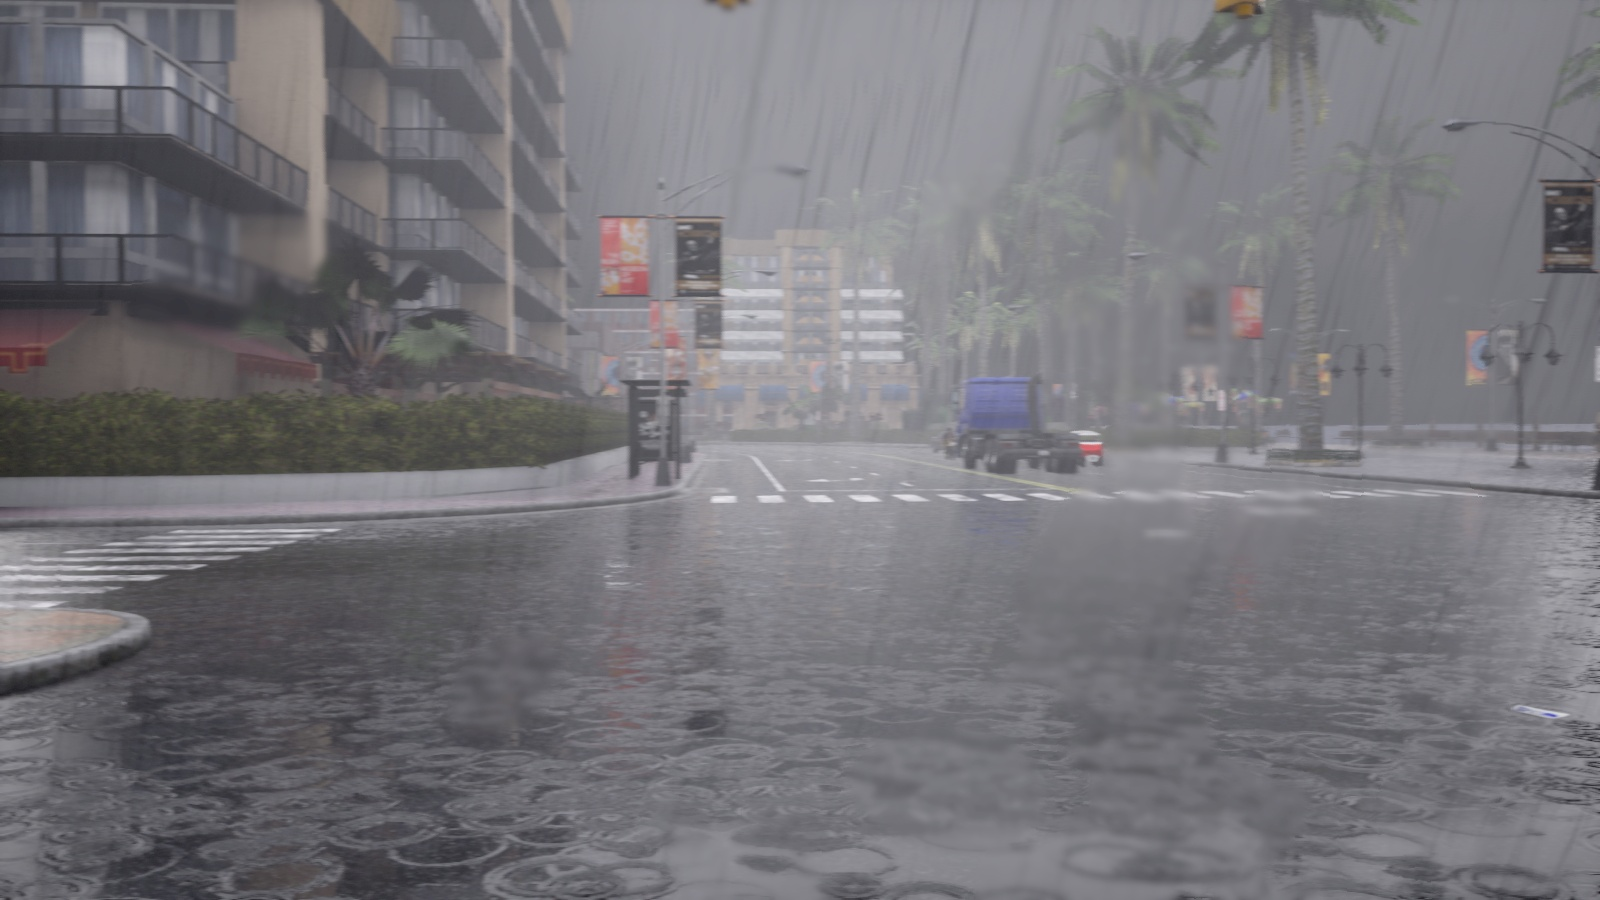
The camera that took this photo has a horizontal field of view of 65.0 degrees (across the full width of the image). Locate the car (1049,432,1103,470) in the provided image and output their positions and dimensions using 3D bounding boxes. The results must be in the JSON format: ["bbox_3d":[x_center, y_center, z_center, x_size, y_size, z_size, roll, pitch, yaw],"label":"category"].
[{"bbox_3d":[10.557,0.024,48.113,1.481,1.376,2.207,0,1,-4],"label":"car"}]

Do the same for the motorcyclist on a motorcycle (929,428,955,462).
[{"bbox_3d":[6.479,-0.232,57.429,0.797,1.523,2.044,0,1,-4],"label":"motorcyclist on a motorcycle"}]

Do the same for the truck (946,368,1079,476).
[{"bbox_3d":[7.289,-0.952,44.262,2.891,3.462,7.936,0,1,-4],"label":"truck"}]

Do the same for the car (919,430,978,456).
[{"bbox_3d":[8.558,-0.446,72.941,2.033,1.411,5.357,0,1,-9],"label":"car"}]
